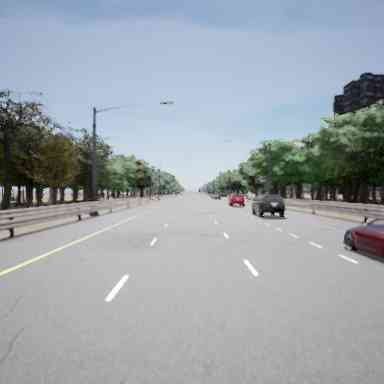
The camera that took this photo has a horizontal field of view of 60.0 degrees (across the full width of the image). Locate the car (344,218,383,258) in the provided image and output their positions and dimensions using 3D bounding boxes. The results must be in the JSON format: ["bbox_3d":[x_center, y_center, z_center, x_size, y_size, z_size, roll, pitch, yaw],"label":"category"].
[{"bbox_3d":[7.001,1.571,11.480,1.994,1.385,4.181,0,0,0],"label":"car"}]

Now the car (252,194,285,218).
[{"bbox_3d":[7.034,1.242,31.008,2.150,2.045,5.566,0,0,0],"label":"car"}]

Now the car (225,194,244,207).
[{"bbox_3d":[7.119,1.280,53.886,2.150,2.045,5.566,0,0,0],"label":"car"}]
